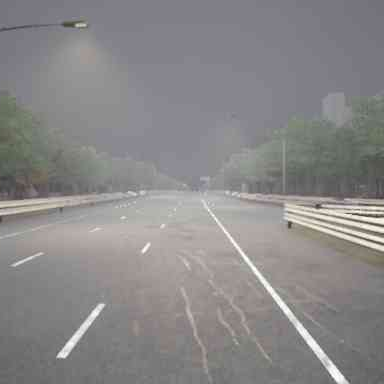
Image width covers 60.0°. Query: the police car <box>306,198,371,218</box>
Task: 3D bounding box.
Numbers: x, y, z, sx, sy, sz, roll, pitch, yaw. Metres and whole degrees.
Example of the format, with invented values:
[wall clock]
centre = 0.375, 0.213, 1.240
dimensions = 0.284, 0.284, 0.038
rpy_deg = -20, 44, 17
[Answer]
[police car]
centre = 10.409, 1.257, 24.435
dimensions = 2.038, 1.542, 4.974
rpy_deg = 0, 1, -20
